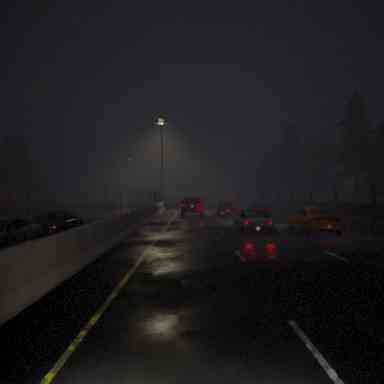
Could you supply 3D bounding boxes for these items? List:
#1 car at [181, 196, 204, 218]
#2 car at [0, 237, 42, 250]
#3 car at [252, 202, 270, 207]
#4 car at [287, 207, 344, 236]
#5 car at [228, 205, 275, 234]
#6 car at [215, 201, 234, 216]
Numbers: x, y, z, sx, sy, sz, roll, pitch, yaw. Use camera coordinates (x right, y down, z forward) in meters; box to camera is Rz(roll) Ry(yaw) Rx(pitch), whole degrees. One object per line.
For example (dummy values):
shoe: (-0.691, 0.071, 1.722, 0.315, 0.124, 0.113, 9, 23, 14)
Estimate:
car: (0.036, 1.422, 33.199, 2.150, 2.045, 5.566, 0, 0, 1)
car: (-7.002, 1.598, 11.892, 1.812, 1.442, 4.674, 0, 0, 0)
car: (7.035, 1.733, 34.575, 1.812, 1.442, 4.674, 0, 0, 0)
car: (7.004, 1.595, 19.398, 1.882, 1.535, 5.008, 0, 0, 0)
car: (3.596, 1.723, 20.329, 1.895, 1.301, 4.718, 0, 0, 0)
car: (3.533, 1.690, 35.398, 1.882, 1.535, 5.008, 0, 0, 0)
